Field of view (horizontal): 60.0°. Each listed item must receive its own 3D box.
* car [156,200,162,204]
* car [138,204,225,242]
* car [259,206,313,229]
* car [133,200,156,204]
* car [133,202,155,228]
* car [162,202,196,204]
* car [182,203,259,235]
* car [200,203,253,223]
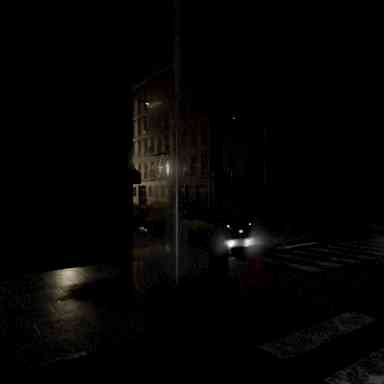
[{"bbox_3d":[-3.787,1.528,34.889,1.752,1.417,4.829,0,0,-35],"label":"car"},{"bbox_3d":[-0.713,1.554,16.737,1.752,1.417,4.829,0,0,-35],"label":"car"},{"bbox_3d":[5.731,1.557,21.523,1.947,1.339,4.313,0,0,-35],"label":"car"},{"bbox_3d":[-5.369,1.517,27.651,2.128,1.511,4.902,0,0,-35],"label":"car"},{"bbox_3d":[-3.952,1.584,21.285,2.008,1.369,4.403,0,0,-35],"label":"car"},{"bbox_3d":[-0.549,1.565,30.341,1.947,1.339,4.313,0,0,-35],"label":"car"},{"bbox_3d":[1.011,1.565,18.735,2.033,1.411,5.357,0,0,-32],"label":"car"},{"bbox_3d":[2.591,1.578,25.932,1.802,1.307,4.206,0,0,-35],"label":"car"}]
